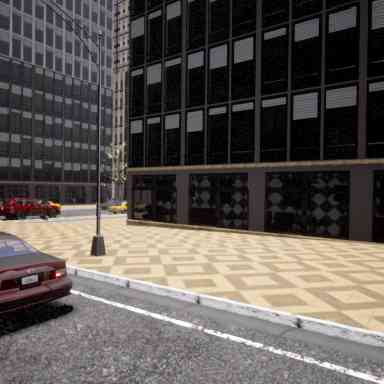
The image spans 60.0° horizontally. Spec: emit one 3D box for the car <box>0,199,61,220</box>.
[{"bbox_3d":[-14.424,1.519,29.816,2.192,1.841,5.009,1,0,37],"label":"car"}]

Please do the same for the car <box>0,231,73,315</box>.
[{"bbox_3d":[-4.819,1.544,7.137,5.357,1.411,2.033,0,0,35],"label":"car"}]

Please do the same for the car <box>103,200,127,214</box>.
[{"bbox_3d":[-7.603,1.830,39.010,1.752,1.417,4.829,1,0,37],"label":"car"}]

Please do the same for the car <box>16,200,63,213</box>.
[{"bbox_3d":[-17.898,1.643,39.199,1.752,1.417,4.829,1,0,37],"label":"car"}]

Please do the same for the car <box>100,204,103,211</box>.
[{"bbox_3d":[-10.314,1.787,45.060,2.033,1.411,5.357,1,0,37],"label":"car"}]
